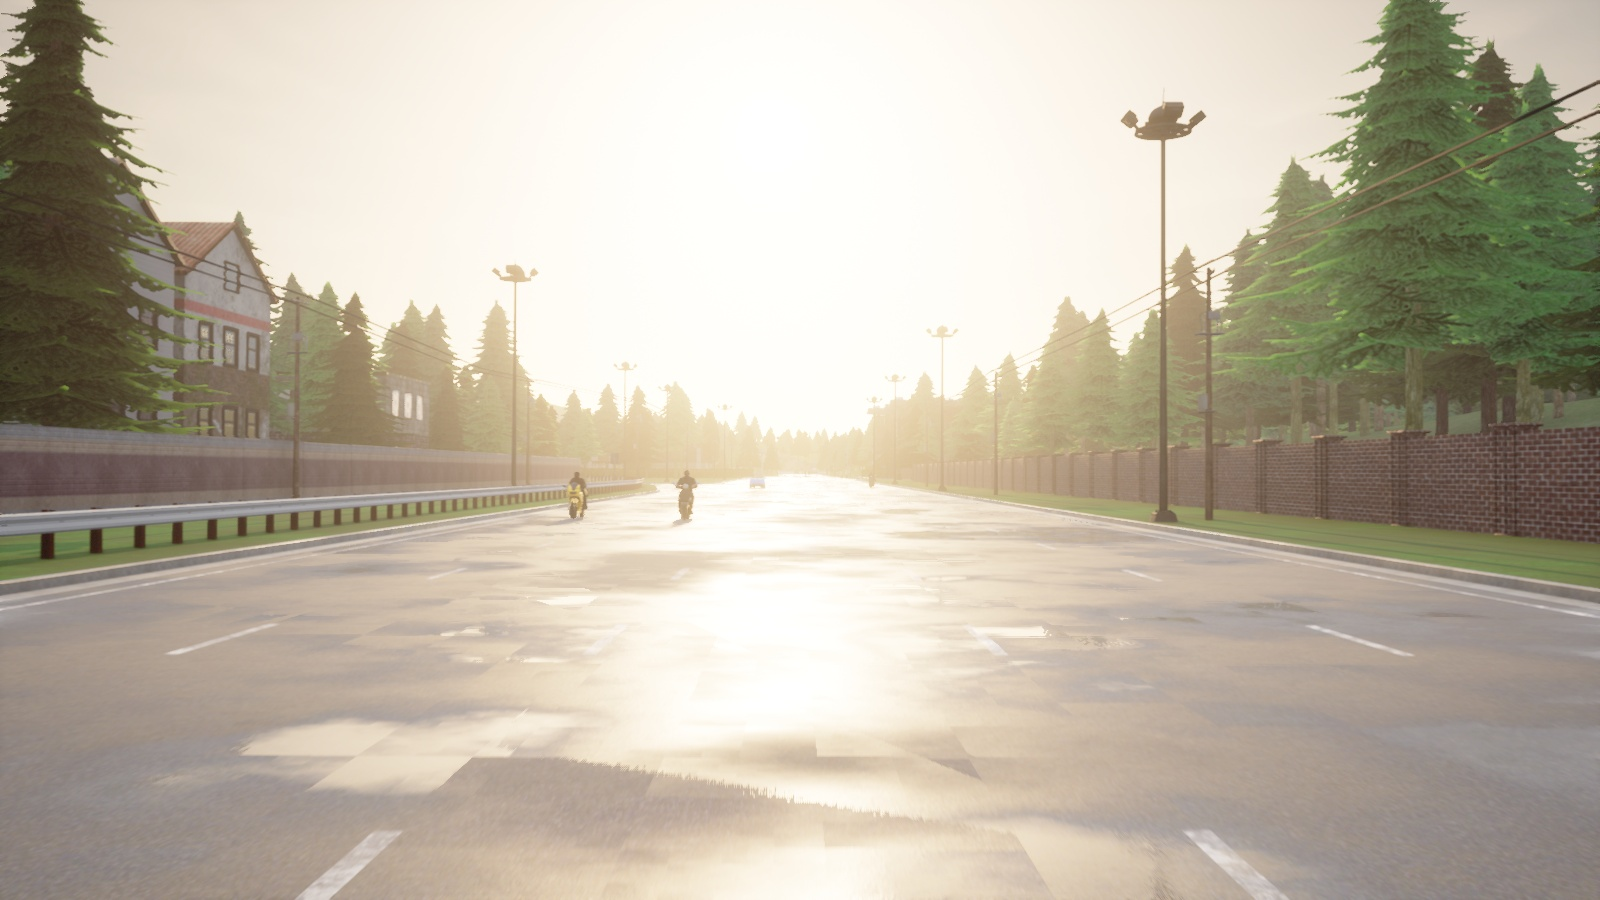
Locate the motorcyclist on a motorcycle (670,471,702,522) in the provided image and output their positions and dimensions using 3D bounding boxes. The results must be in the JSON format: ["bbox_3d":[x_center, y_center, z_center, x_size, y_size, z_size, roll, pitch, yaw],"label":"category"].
[{"bbox_3d":[-3.596,1.447,39.716,0.866,1.590,1.817,0,-1,0],"label":"motorcyclist on a motorcycle"}]

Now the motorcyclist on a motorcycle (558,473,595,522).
[{"bbox_3d":[-7.096,1.493,39.930,0.797,1.523,2.044,0,-1,0],"label":"motorcyclist on a motorcycle"}]
